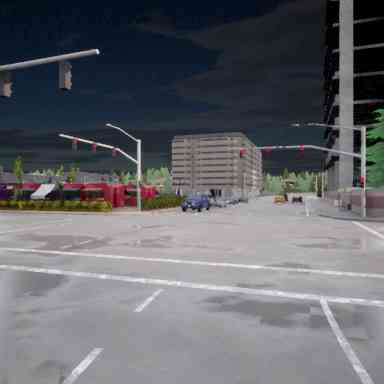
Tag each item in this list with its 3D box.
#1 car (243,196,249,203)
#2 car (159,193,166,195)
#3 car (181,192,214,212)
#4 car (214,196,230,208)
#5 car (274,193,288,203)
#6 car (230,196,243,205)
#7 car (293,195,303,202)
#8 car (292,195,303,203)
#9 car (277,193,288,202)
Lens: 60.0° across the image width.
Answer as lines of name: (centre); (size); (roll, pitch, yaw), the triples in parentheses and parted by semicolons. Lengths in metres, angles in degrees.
car: (10.314, 1.547, 67.656); (2.033, 1.411, 5.357); (0, 0, 19)
car: (-8.000, 1.209, 81.429); (4.605, 1.855, 1.932); (0, 0, 19)
car: (0.580, 1.221, 39.305); (2.150, 2.045, 5.566); (0, 0, 19)
car: (3.724, 1.601, 48.548); (1.895, 1.301, 4.718); (0, 0, 19)
car: (18.205, 1.478, 69.000); (1.882, 1.535, 5.008); (0, 0, 19)
car: (6.844, 1.491, 57.666); (2.128, 1.511, 4.902); (0, 0, 19)
car: (24.708, 1.525, 77.343); (2.128, 1.511, 4.902); (0, 0, 19)
car: (21.419, 1.478, 67.598); (1.882, 1.535, 5.008); (0, 0, 19)
car: (21.513, 1.225, 78.819); (2.150, 2.045, 5.566); (0, 0, 19)
